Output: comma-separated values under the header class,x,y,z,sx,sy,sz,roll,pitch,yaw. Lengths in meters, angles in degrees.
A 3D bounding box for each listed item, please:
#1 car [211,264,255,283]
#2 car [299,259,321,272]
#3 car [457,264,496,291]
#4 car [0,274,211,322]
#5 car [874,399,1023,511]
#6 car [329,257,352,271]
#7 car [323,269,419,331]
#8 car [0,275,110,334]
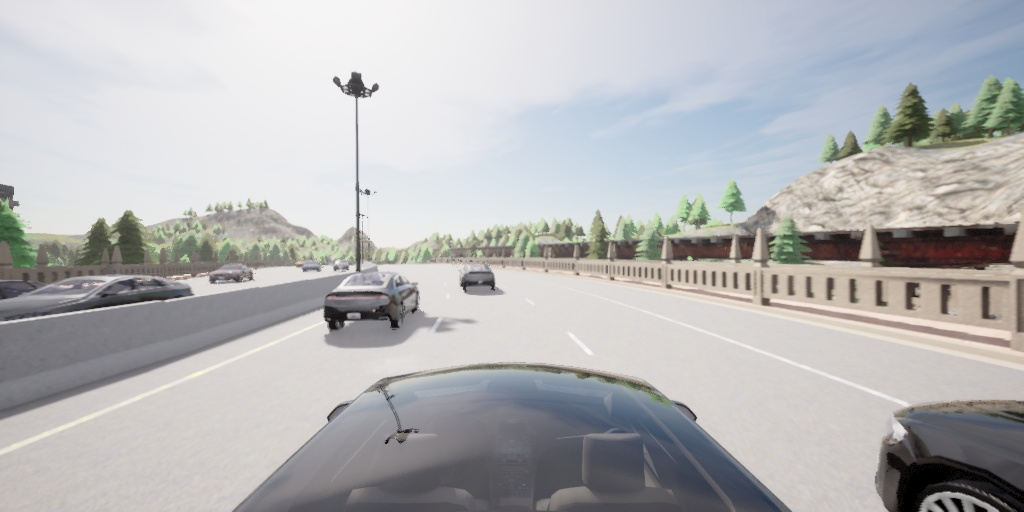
class,x,y,z,sx,sy,sz,roll,pitch,yaw
car,-22.498,1.363,28.973,1.812,1.442,4.674,0,0,-20
car,-26.111,1.345,46.852,1.812,1.442,4.674,-1,0,-23
car,-2.169,1.194,21.538,2.128,1.511,4.902,0,0,-12
car,-11.145,1.279,9.660,2.128,1.511,4.902,0,0,-6
car,3.436,1.229,0.453,2.128,1.511,4.902,0,0,0
car,-22.745,1.277,47.891,2.128,1.511,4.902,-1,0,-23
car,-4.081,1.236,11.100,2.128,1.511,4.902,0,0,-6
car,-14.589,1.355,9.570,2.033,1.411,5.357,0,0,-6
